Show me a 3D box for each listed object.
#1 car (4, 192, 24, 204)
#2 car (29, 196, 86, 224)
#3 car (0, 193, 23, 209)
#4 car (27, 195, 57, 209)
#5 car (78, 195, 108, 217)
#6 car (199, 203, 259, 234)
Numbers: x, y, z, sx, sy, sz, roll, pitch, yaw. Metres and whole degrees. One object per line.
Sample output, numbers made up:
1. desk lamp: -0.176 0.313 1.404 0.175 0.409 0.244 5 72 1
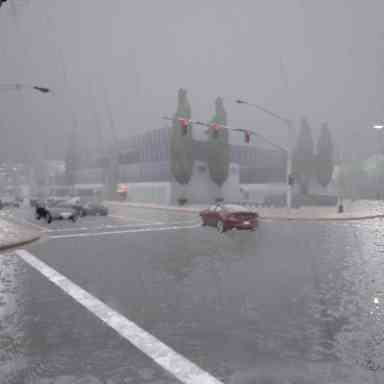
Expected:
1. car: -28.662 0.882 53.494 2.097 1.767 4.553 0 1 -38
2. car: -9.361 1.277 22.814 2.128 1.511 4.902 0 1 -37
3. car: -20.943 1.144 37.747 1.812 1.442 4.674 0 1 -38
4. car: -17.789 1.171 39.372 2.033 1.411 5.357 0 1 -38
5. car: -8.722 1.107 27.726 2.097 1.767 4.553 0 1 -38
6. car: 1.910 1.353 18.692 1.882 1.535 5.008 1 0 -18
